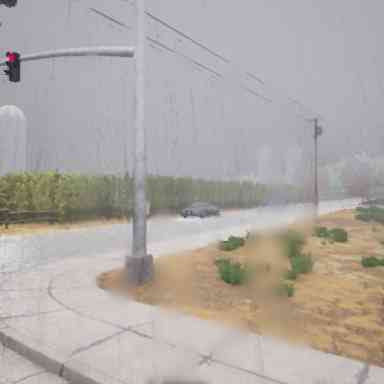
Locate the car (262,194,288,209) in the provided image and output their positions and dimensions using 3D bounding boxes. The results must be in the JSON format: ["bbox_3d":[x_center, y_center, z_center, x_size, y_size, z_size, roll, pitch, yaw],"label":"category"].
[{"bbox_3d":[11.484,1.277,45.807,2.150,2.045,5.566,0,0,33],"label":"car"}]

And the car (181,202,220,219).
[{"bbox_3d":[0.787,1.582,29.221,1.994,1.385,4.181,0,0,33],"label":"car"}]
